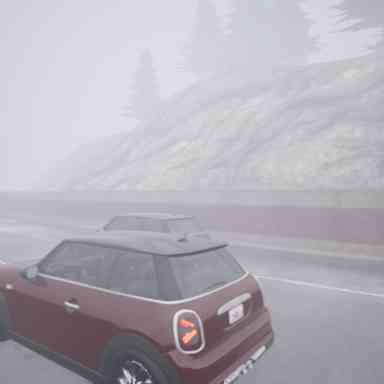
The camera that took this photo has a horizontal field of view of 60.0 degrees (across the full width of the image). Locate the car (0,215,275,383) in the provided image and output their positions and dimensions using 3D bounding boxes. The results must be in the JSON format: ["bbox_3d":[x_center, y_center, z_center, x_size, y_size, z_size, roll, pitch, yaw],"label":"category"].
[{"bbox_3d":[-1.222,1.362,4.926,4.553,1.767,2.097,0,0,36],"label":"car"}]

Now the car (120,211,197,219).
[{"bbox_3d":[-1.569,1.371,9.572,4.553,1.767,2.097,0,0,37],"label":"car"}]
